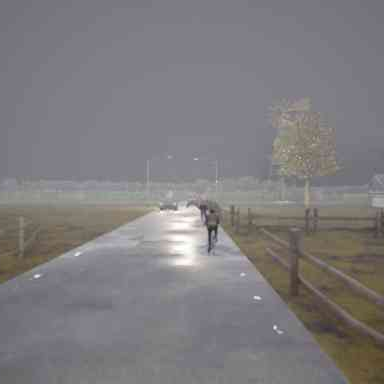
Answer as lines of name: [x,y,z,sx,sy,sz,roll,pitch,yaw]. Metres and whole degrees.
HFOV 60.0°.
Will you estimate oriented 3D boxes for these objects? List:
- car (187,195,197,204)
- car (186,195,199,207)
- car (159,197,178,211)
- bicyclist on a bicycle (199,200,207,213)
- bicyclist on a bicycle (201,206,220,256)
car: [-0.002,1.635,73.091,2.150,2.045,5.566,0,-1,0]
car: [0.097,1.693,54.440,1.837,1.490,4.892,0,0,0]
car: [-2.838,1.434,41.186,2.097,1.767,4.553,0,0,0]
bicyclist on a bicycle: [0.757,1.383,22.156,0.659,1.776,1.843,0,0,0]
bicyclist on a bicycle: [0.757,1.450,12.218,0.582,1.620,1.656,0,0,0]
